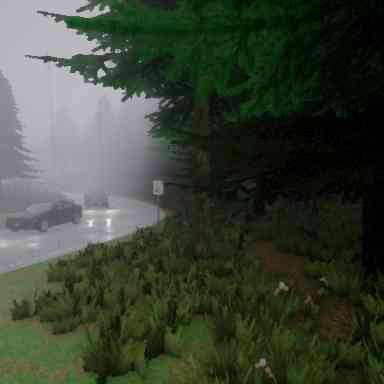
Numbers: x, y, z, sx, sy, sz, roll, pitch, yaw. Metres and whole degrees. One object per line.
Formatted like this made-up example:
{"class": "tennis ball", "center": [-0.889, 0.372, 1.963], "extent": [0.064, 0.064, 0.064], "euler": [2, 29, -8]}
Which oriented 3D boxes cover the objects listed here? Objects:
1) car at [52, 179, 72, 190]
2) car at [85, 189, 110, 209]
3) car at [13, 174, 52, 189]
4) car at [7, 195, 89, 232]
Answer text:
{"class": "car", "center": [-18.323, -0.964, 45.380], "extent": [4.892, 1.490, 1.837], "euler": [6, 4, 38]}
{"class": "car", "center": [-8.561, 0.575, 29.746], "extent": [1.837, 1.490, 4.892], "euler": [0, 5, -22]}
{"class": "car", "center": [-20.911, -1.314, 42.971], "extent": [5.566, 2.045, 2.150], "euler": [5, 3, 37]}
{"class": "car", "center": [-8.122, 1.220, 18.790], "extent": [1.882, 1.535, 5.008], "euler": [0, 2, 12]}
